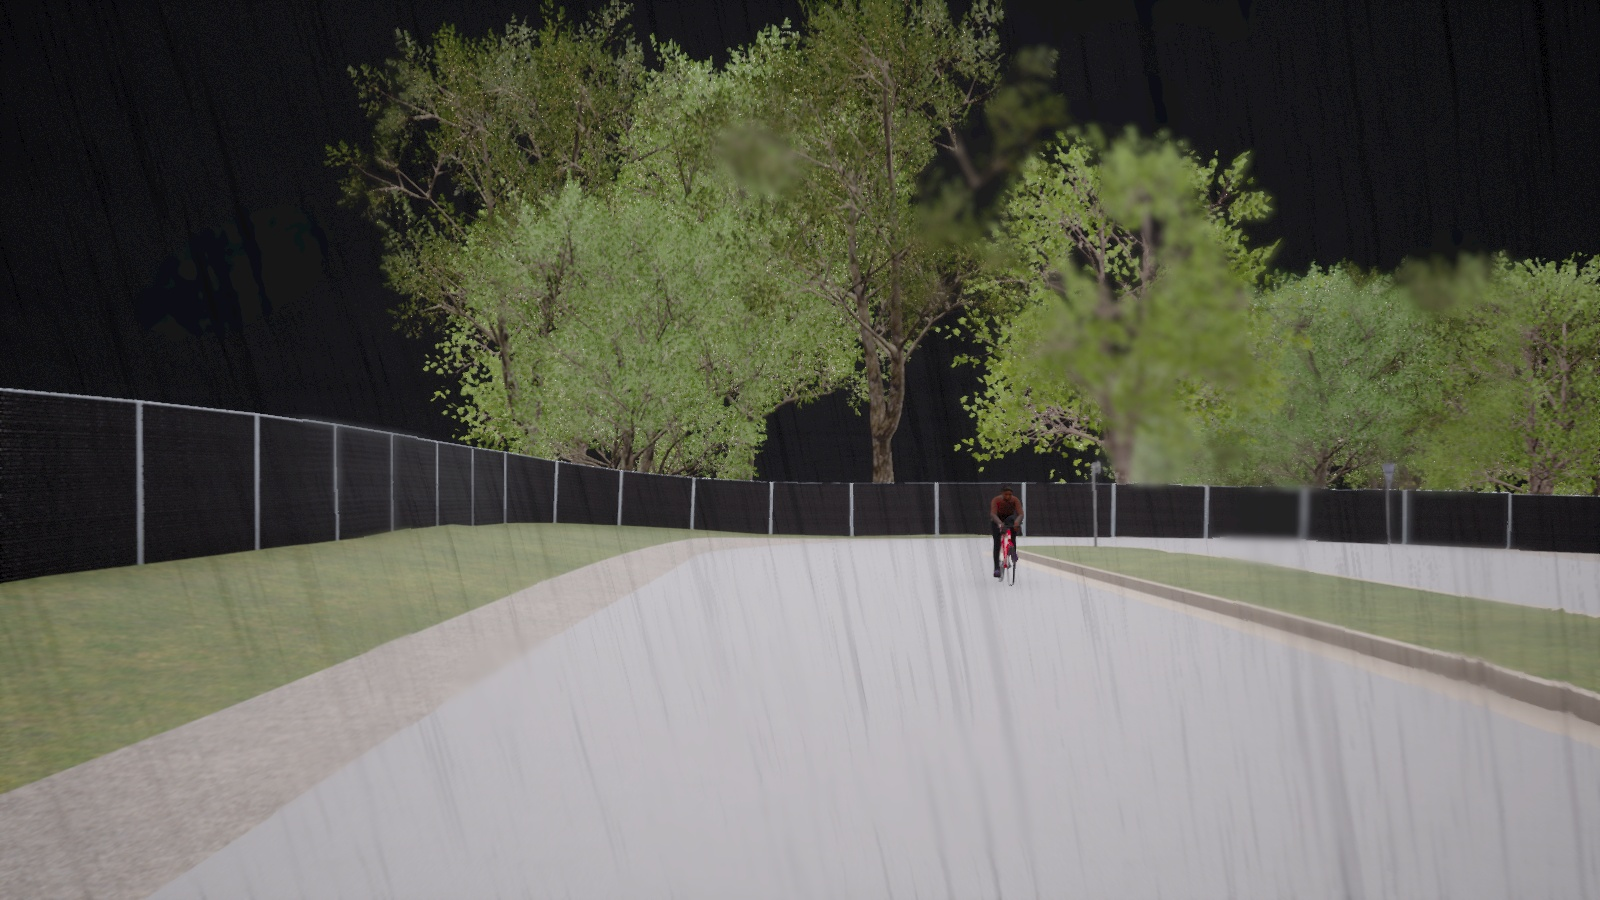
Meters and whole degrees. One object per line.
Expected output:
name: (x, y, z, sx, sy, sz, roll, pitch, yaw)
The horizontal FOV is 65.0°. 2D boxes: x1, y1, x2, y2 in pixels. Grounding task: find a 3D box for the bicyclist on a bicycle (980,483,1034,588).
bicyclist on a bicycle: (3.345, 1.359, 20.397, 0.582, 1.620, 1.656, -1, -2, 0)
